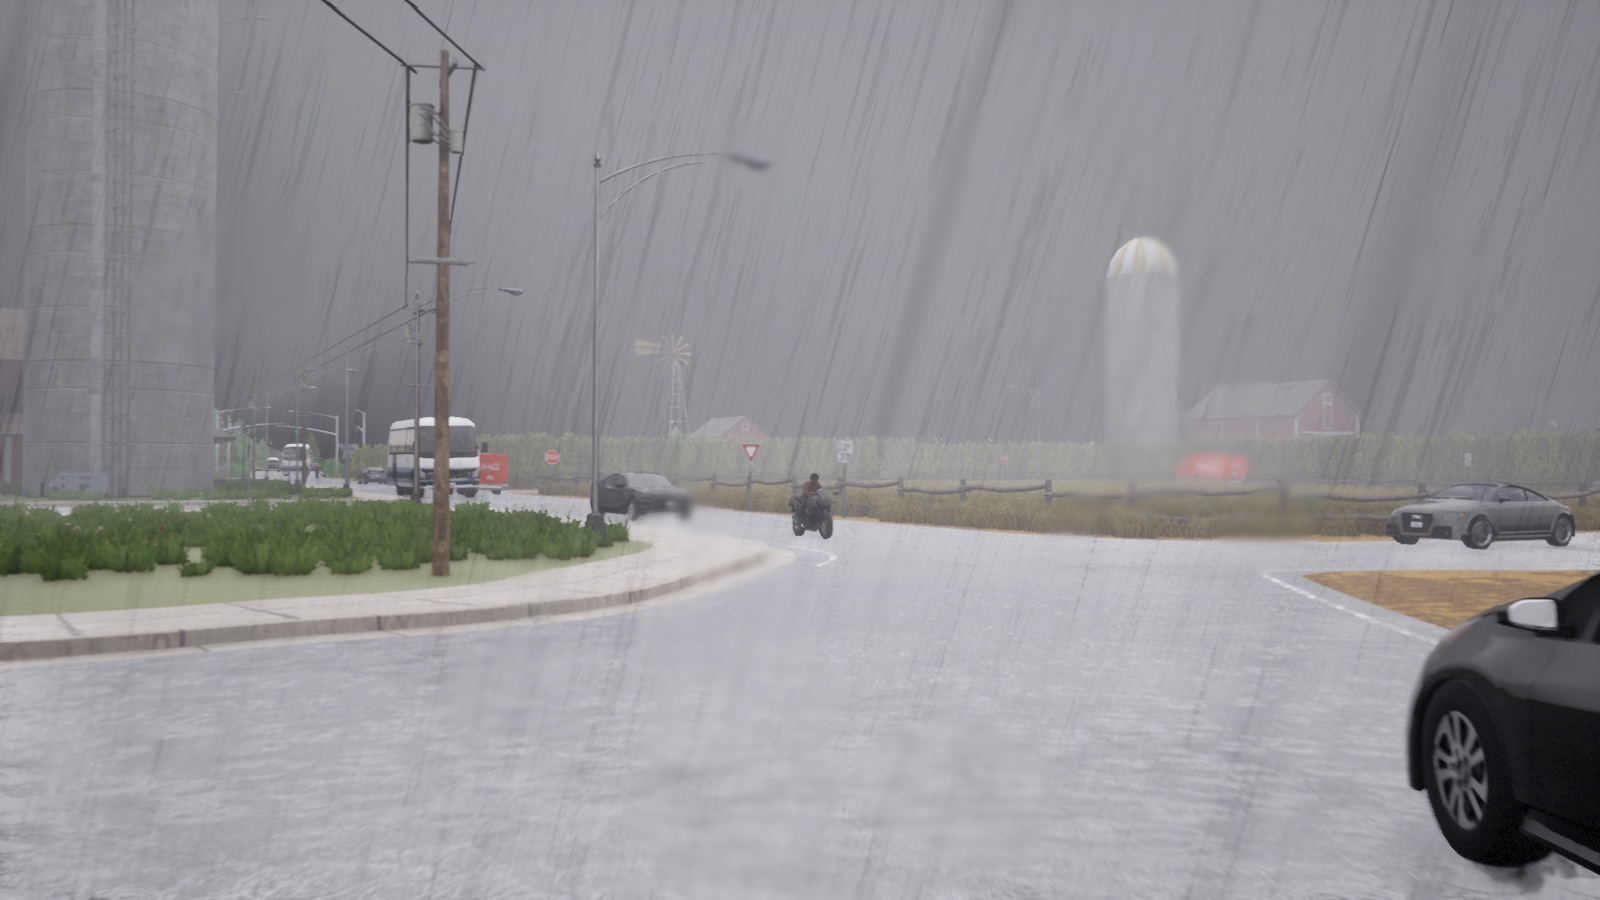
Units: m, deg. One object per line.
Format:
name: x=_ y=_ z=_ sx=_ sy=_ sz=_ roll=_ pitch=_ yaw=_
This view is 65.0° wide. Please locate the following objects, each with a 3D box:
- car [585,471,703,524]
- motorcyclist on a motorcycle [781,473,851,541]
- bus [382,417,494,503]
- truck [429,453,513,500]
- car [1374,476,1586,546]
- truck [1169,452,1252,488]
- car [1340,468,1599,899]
car: x=-4.999 y=1.451 z=39.622 sx=1.882 sy=1.535 sz=5.008 roll=0 pitch=-1 yaw=-30
motorcyclist on a motorcycle: x=0.355 y=1.296 z=29.302 sx=0.797 sy=1.523 sz=2.044 roll=0 pitch=-1 yaw=-26
bus: x=-19.763 y=0.526 z=68.009 sx=3.944 sy=4.253 sz=10.273 roll=-1 pitch=0 yaw=-26
truck: x=-19.169 y=1.517 z=72.984 sx=2.627 sy=2.467 sz=5.204 roll=3 pitch=-1 yaw=-40
car: x=15.008 y=1.300 z=27.727 sx=4.181 sy=1.385 sz=1.994 roll=0 pitch=-1 yaw=-25
truck: x=28.896 y=1.367 z=88.509 sx=2.627 sy=2.467 sz=5.204 roll=0 pitch=0 yaw=-27
car: x=3.560 y=0.812 z=3.769 sx=2.007 sy=1.525 sz=4.514 roll=0 pitch=-1 yaw=1
